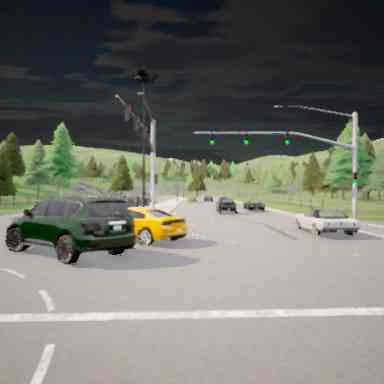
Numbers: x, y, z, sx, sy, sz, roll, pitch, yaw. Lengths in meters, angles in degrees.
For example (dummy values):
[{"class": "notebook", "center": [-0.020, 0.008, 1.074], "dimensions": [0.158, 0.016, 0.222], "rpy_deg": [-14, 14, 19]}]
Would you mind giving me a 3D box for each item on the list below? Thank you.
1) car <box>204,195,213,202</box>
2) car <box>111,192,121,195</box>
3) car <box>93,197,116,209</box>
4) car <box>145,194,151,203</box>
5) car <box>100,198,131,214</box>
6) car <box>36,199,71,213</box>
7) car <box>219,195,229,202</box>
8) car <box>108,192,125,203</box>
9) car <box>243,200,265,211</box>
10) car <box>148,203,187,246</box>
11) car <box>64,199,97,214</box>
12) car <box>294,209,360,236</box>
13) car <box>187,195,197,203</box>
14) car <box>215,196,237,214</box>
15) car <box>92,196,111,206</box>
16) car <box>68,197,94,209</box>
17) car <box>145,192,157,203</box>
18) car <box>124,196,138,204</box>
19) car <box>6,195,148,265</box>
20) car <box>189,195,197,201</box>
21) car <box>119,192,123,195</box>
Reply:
[{"class": "car", "center": [3.590, 1.403, 71.294], "dimensions": [2.128, 1.511, 4.902], "rpy_deg": [0, 0, 1]}, {"class": "car", "center": [-11.489, 1.261, 52.934], "dimensions": [2.097, 1.767, 4.553], "rpy_deg": [0, 0, 0]}, {"class": "car", "center": [-11.491, 1.451, 43.943], "dimensions": [1.812, 1.442, 4.674], "rpy_deg": [0, 0, 0]}, {"class": "car", "center": [-7.989, 1.473, 52.910], "dimensions": [1.994, 1.385, 4.181], "rpy_deg": [0, 0, 0]}, {"class": "car", "center": [-8.057, 1.431, 35.321], "dimensions": [2.128, 1.511, 4.902], "rpy_deg": [0, 0, 0]}, {"class": "car", "center": [-15.045, 1.502, 36.409], "dimensions": [1.994, 1.385, 4.181], "rpy_deg": [0, 0, 0]}, {"class": "car", "center": [7.186, 1.465, 75.856], "dimensions": [1.895, 1.301, 4.718], "rpy_deg": [0, 0, 2]}, {"class": "car", "center": [-14.974, 1.109, 66.010], "dimensions": [2.150, 2.045, 5.566], "rpy_deg": [0, 0, 0]}, {"class": "car", "center": [7.108, 1.534, 38.599], "dimensions": [1.895, 1.301, 4.718], "rpy_deg": [0, 0, 0]}, {"class": "car", "center": [-2.570, 1.451, 15.296], "dimensions": [5.008, 1.535, 1.882], "rpy_deg": [0, -1, 34]}, {"class": "car", "center": [-11.603, 1.466, 34.978], "dimensions": [1.812, 1.442, 4.674], "rpy_deg": [0, 0, 1]}, {"class": "car", "center": [7.104, 1.569, 18.105], "dimensions": [1.895, 1.301, 4.718], "rpy_deg": [0, 0, 0]}, {"class": "car", "center": [0.052, 1.360, 68.739], "dimensions": [1.882, 1.535, 5.008], "rpy_deg": [0, 0, 1]}, {"class": "car", "center": [3.607, 1.444, 35.157], "dimensions": [1.837, 1.490, 4.892], "rpy_deg": [0, 0, 0]}, {"class": "car", "center": [-14.989, 1.383, 55.469], "dimensions": [1.882, 1.535, 5.008], "rpy_deg": [0, 0, 0]}, {"class": "car", "center": [-14.991, 1.428, 45.081], "dimensions": [1.837, 1.490, 4.892], "rpy_deg": [0, 0, 0]}, {"class": "car", "center": [-7.985, 1.113, 63.401], "dimensions": [2.150, 2.045, 5.566], "rpy_deg": [0, 0, 0]}, {"class": "car", "center": [-11.486, 1.456, 62.946], "dimensions": [1.994, 1.385, 4.181], "rpy_deg": [0, 0, 0]}, {"class": "car", "center": [-4.447, 1.201, 11.945], "dimensions": [5.566, 2.045, 2.150], "rpy_deg": [0, -1, 37]}, {"class": "car", "center": [0.269, 1.417, 79.069], "dimensions": [1.994, 1.385, 4.181], "rpy_deg": [0, 0, 2]}, {"class": "car", "center": [-7.991, 1.276, 44.401], "dimensions": [2.097, 1.767, 4.553], "rpy_deg": [0, 0, 0]}]
